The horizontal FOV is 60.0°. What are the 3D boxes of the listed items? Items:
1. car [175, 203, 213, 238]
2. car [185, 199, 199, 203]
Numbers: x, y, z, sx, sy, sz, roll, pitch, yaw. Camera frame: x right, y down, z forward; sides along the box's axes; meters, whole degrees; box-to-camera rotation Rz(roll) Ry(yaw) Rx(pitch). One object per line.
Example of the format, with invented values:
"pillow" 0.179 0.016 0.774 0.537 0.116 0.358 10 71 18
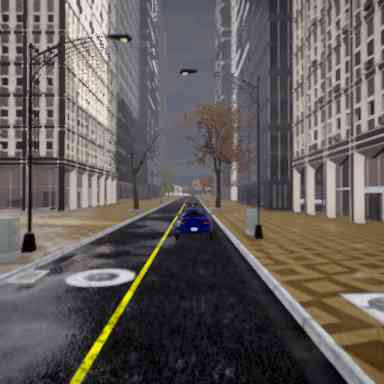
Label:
"car" 0.097 1.536 17.445 1.812 1.442 4.674 0 0 0
"car" 0.091 1.572 40.252 2.033 1.411 5.357 0 0 0
